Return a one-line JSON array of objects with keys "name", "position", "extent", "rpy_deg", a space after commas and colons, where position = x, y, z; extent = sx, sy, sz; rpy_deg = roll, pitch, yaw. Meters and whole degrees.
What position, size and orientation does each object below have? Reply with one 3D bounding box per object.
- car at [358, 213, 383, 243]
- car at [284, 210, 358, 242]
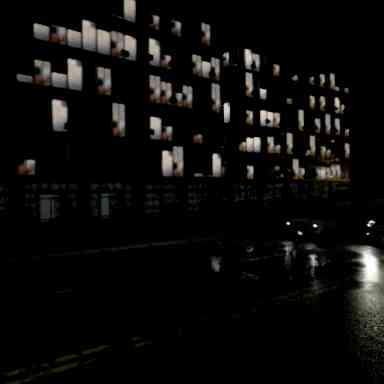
[{"name": "car", "position": [9.551, 1.318, 14.486], "extent": [4.553, 1.767, 2.097], "rpy_deg": [0, 0, -35]}, {"name": "car", "position": [6.742, 1.569, 16.474], "extent": [4.718, 1.301, 1.895], "rpy_deg": [0, 0, -35]}]
